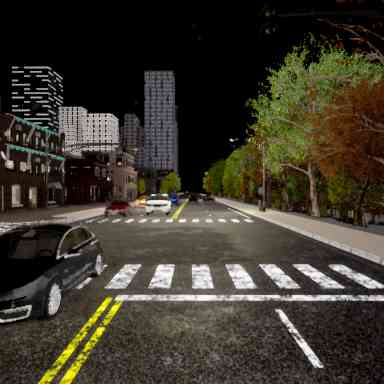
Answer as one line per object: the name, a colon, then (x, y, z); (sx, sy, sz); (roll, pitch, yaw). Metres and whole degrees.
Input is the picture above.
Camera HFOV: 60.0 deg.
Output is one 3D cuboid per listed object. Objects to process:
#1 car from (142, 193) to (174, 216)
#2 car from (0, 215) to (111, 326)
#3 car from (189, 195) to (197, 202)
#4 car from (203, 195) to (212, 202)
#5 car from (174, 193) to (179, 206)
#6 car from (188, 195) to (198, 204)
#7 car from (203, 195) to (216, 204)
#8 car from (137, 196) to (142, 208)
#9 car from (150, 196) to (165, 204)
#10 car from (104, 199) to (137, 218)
car: (-3.277, 1.210, 33.176); (2.150, 2.045, 5.566); (0, 0, -1)
car: (-3.334, 1.503, 7.361); (1.837, 1.490, 4.892); (0, 0, 0)
car: (0.180, 1.493, 75.592); (1.812, 1.442, 4.674); (0, 0, 0)
car: (3.414, 1.447, 74.256); (1.882, 1.535, 5.008); (0, 0, 0)
car: (-3.222, 1.204, 53.249); (2.150, 2.045, 5.566); (0, 0, 0)
car: (0.246, 1.479, 65.255); (1.837, 1.490, 4.892); (0, 0, 0)
car: (3.494, 1.467, 63.987); (2.128, 1.511, 4.902); (0, 0, 0)
car: (-6.495, 1.335, 45.697); (2.097, 1.767, 4.553); (0, 0, 0)
car: (-6.415, 1.469, 62.438); (2.128, 1.511, 4.902); (0, 0, 1)
car: (-6.535, 1.517, 30.087); (1.812, 1.442, 4.674); (0, 0, 0)
